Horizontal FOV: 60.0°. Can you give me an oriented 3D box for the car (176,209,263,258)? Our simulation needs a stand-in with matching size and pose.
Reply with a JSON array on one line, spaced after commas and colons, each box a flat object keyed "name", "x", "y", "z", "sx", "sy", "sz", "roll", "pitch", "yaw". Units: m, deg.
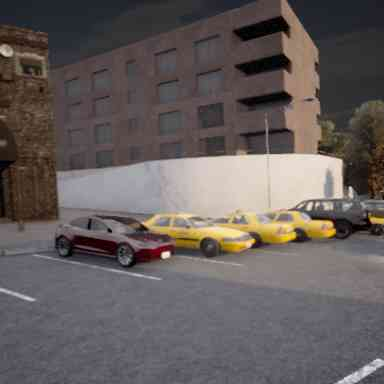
[{"name": "car", "x": -0.203, "y": 1.542, "z": 13.227, "sx": 5.366, "sy": 1.575, "sz": 1.946, "roll": -1, "pitch": -1, "yaw": 34}]

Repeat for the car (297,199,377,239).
[{"name": "car", "x": 6.908, "y": 1.406, "z": 18.589, "sx": 5.566, "sy": 2.045, "sz": 2.435, "roll": -1, "pitch": -1, "yaw": 34}]

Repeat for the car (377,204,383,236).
[{"name": "car", "x": 9.511, "y": 1.702, "z": 20.218, "sx": 5.366, "sy": 1.575, "sz": 1.946, "roll": -1, "pitch": -2, "yaw": 34}]

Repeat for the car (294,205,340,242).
[{"name": "car", "x": 4.349, "y": 1.613, "z": 16.928, "sx": 5.366, "sy": 1.575, "sz": 1.946, "roll": -1, "pitch": -1, "yaw": 34}]

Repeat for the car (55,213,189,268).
[{"name": "car", "x": -2.761, "y": 1.554, "z": 11.573, "sx": 4.792, "sy": 1.488, "sz": 2.163, "roll": -1, "pitch": -1, "yaw": 34}]

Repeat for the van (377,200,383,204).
[{"name": "van", "x": 11.687, "y": 1.537, "z": 22.146, "sx": 4.442, "sy": 1.987, "sz": 1.878, "roll": 0, "pitch": -1, "yaw": 34}]

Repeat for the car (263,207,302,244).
[{"name": "car", "x": 1.921, "y": 1.577, "z": 15.179, "sx": 5.366, "sy": 1.575, "sz": 1.946, "roll": -1, "pitch": -1, "yaw": 34}]
